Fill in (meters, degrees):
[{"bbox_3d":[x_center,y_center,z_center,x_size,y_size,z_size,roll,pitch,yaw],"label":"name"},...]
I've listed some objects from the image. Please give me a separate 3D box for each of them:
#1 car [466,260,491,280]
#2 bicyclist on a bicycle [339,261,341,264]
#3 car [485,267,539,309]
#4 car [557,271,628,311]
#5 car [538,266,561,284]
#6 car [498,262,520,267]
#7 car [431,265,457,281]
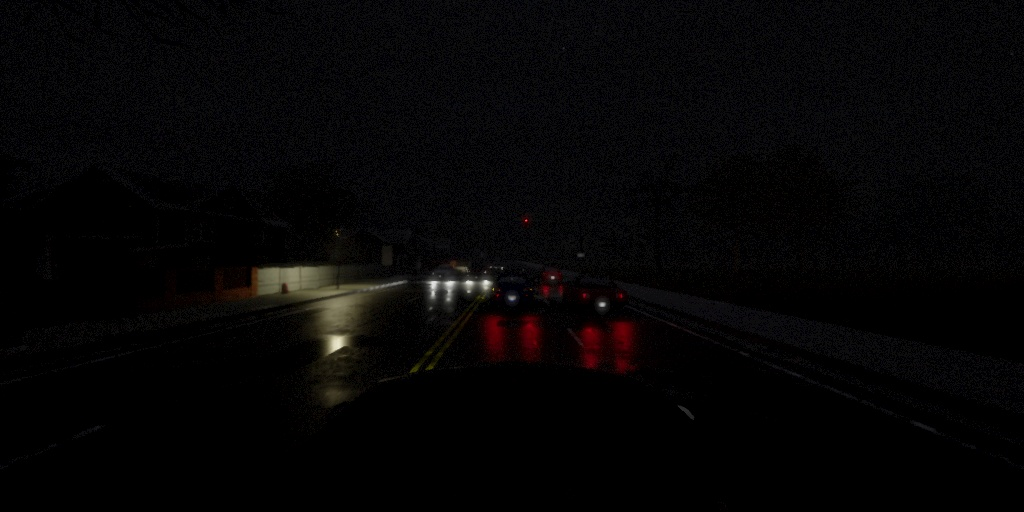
[{"bbox_3d":[-3.288,1.430,35.488,2.097,1.767,4.553,0,0,0],"label":"car"},{"bbox_3d":[-24.664,1.571,51.278,0.582,1.620,1.656,0,0,0],"label":"bicyclist on a bicycle"},{"bbox_3d":[0.018,1.412,15.761,1.812,1.442,4.674,0,0,0],"label":"car"},{"bbox_3d":[3.263,1.482,15.105,1.895,1.301,4.718,0,-1,0],"label":"car"},{"bbox_3d":[3.261,1.558,30.746,1.812,1.442,4.674,0,0,0],"label":"car"},{"bbox_3d":[0.007,1.536,30.352,1.837,1.490,4.892,0,0,0],"label":"car"},{"bbox_3d":[-6.542,1.599,35.011,1.812,1.442,4.674,0,-1,1],"label":"car"}]
